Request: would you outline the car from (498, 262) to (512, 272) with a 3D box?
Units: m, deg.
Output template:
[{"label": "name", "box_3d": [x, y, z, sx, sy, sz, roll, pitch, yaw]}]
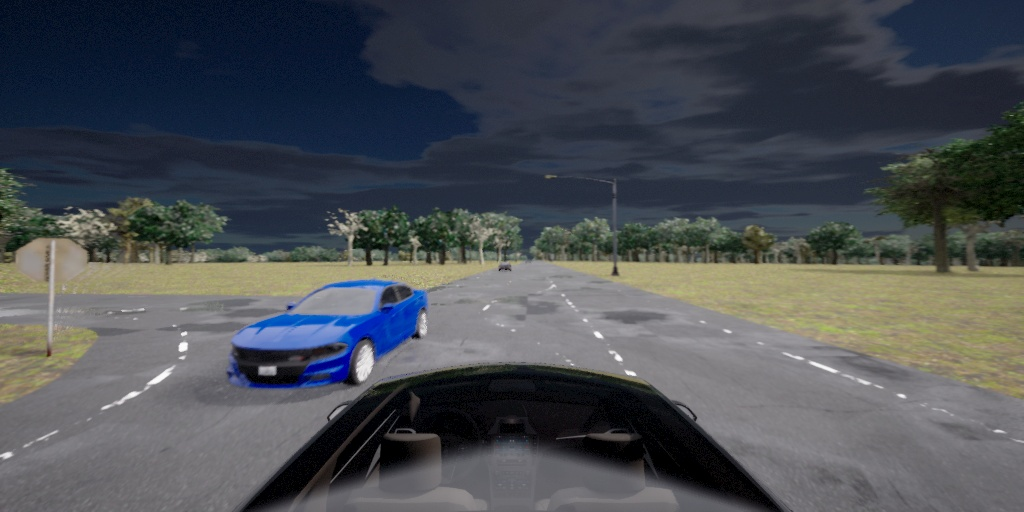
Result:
[{"label": "car", "box_3d": [-0.960, 1.557, 52.051, 2.033, 1.411, 5.357, -1, 0, 2]}]

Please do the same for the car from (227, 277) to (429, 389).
[{"label": "car", "box_3d": [-3.162, 1.249, 7.313, 1.882, 1.535, 5.008, 0, 1, 3]}]
